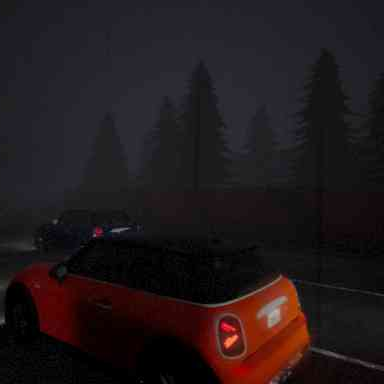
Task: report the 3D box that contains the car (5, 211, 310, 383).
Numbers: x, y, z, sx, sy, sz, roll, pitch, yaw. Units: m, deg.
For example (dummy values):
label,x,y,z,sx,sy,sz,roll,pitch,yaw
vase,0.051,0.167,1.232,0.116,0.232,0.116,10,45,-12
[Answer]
label,x,y,z,sx,sy,sz,roll,pitch,yaw
car,-0.800,1.352,4.854,4.553,1.767,2.097,0,0,38

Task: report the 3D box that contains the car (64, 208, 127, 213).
label,x,y,z,sx,sy,sz,roll,pitch,yaw
car,-3.828,1.342,12.007,4.553,1.767,2.097,0,0,42
